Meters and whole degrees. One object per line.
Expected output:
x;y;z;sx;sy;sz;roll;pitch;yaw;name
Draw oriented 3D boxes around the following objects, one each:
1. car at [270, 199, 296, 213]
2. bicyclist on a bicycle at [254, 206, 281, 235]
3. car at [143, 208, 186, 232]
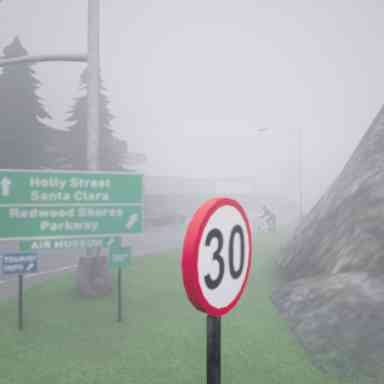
11.126;1.653;40.361;2.128;1.511;4.902;0;0;36;car
4.271;1.627;18.978;1.656;1.620;0.582;0;0;36;bicyclist on a bicycle
-2.493;1.761;21.750;1.895;1.301;4.718;0;0;36;car
